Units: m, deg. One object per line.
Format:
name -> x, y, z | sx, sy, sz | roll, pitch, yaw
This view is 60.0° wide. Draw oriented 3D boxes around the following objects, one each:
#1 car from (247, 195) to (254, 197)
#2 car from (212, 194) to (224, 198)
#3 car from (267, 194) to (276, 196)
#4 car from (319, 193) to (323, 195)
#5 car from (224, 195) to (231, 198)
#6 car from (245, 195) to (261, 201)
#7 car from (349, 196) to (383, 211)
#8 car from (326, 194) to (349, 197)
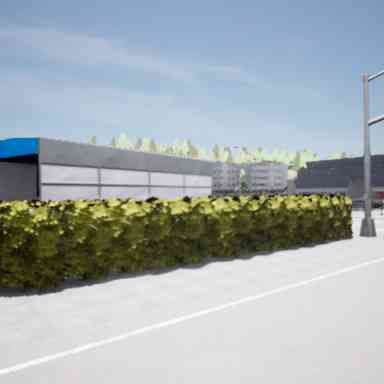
car -> 11.078, 1.476, 62.157 | 4.514, 1.523, 2.007 | 0, 0, -38
car -> 4.076, 1.392, 72.486 | 4.605, 1.855, 1.932 | 0, 0, -38
car -> 19.792, 1.329, 80.551 | 5.027, 1.636, 2.152 | 0, 0, -38
car -> 27.562, 1.129, 70.388 | 3.866, 1.878, 1.905 | 0, 0, -38
car -> 7.814, 1.608, 84.080 | 4.514, 1.523, 2.007 | 0, 0, -38
car -> 15.638, 1.471, 85.452 | 3.806, 1.475, 1.970 | 0, 0, -38
car -> 20.159, 1.316, 37.662 | 4.514, 1.523, 2.007 | 0, 0, -38
car -> 18.212, 1.337, 40.122 | 5.027, 1.636, 2.152 | 0, 0, -38
